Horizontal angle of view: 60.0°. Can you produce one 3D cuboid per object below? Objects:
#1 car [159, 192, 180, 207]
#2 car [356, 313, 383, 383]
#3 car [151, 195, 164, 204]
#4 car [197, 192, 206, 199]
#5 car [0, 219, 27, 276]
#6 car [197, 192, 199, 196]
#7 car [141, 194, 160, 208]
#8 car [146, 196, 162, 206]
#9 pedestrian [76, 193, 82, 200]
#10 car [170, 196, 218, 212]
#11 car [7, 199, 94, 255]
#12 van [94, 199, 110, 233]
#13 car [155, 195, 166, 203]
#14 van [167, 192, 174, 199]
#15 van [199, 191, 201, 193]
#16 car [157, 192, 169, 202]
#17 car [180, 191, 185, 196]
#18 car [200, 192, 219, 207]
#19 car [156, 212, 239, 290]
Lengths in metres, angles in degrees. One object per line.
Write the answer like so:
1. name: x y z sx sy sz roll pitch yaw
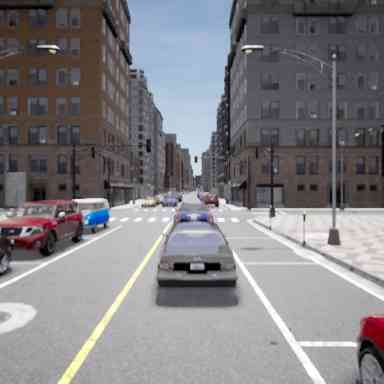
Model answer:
1. car: -3.125 1.160 46.954 2.097 1.767 4.553 0 0 0
2. car: 2.667 1.539 1.920 1.887 1.381 4.507 0 0 0
3. car: -5.896 1.279 57.016 1.752 1.417 4.829 0 0 0
4. car: 2.607 0.877 91.106 2.192 1.841 5.009 0 0 0
5. car: -5.863 1.545 7.579 1.947 1.339 4.313 0 0 0
6. car: 2.618 1.184 74.308 1.752 1.417 4.829 0 0 0
7. car: -5.888 1.340 45.706 1.752 1.417 4.829 0 0 0
8. car: -5.892 1.349 51.532 1.947 1.339 4.313 0 0 0
9. pedestrian: -12.577 0.996 36.821 0.375 1.860 0.375 0 0 1
10. car: 0.081 1.299 18.626 2.097 1.767 4.553 0 0 0
11. car: -5.867 1.279 13.219 2.192 1.841 5.009 0 0 0
12. van: -5.871 1.288 18.860 1.690 1.788 3.998 0 0 0
13. car: -5.900 1.249 62.671 1.752 1.417 4.829 0 0 0
14. van: -5.919 0.903 91.115 1.690 1.788 3.998 0 0 0
15. van: 2.626 1.063 62.824 1.690 1.788 3.998 0 0 0
16. car: -5.903 1.006 68.495 2.192 1.841 5.009 0 0 0
17. car: -3.082 0.937 64.470 2.150 2.045 5.566 0 0 1
18. car: 2.638 1.129 45.854 2.192 1.841 5.009 0 0 0
19. car: 0.095 1.522 9.125 2.033 1.411 5.357 0 0 0
